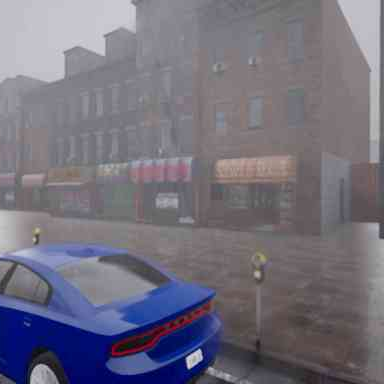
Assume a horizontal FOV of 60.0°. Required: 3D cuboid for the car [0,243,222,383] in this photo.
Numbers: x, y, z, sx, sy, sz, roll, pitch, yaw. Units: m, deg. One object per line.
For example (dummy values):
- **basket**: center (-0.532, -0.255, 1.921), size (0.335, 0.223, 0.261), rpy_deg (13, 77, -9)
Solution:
- **car**: center (-1.987, 1.476, 4.707), size (5.008, 1.535, 1.882), rpy_deg (0, 0, 36)
